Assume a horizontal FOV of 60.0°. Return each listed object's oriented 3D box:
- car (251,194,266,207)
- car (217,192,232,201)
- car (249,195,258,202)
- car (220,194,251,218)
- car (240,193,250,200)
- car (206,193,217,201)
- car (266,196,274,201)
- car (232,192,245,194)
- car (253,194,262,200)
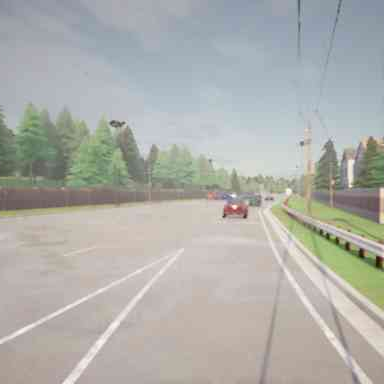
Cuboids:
[{"bbox_3d":[10.099,1.537,53.234,2.128,1.511,4.902,0,0,17],"label":"car"},{"bbox_3d":[8.660,1.259,85.022,2.150,2.045,5.566,0,0,17],"label":"car"},{"bbox_3d":[15.348,1.562,82.959,1.837,1.490,4.892,0,0,17],"label":"car"},{"bbox_3d":[4.120,1.371,30.829,2.097,1.767,4.553,0,0,12],"label":"car"},{"bbox_3d":[15.020,1.257,93.918,2.097,1.767,4.553,0,0,17],"label":"car"},{"bbox_3d":[5.311,1.245,86.039,2.150,2.045,5.566,0,0,17],"label":"car"},{"bbox_3d":[20.392,1.644,87.524,1.994,1.385,4.181,0,0,17],"label":"car"},{"bbox_3d":[12.112,1.404,84.346,2.097,1.767,4.553,0,0,17],"label":"car"},{"bbox_3d":[18.377,1.416,92.930,1.837,1.490,4.892,0,0,17],"label":"car"}]
